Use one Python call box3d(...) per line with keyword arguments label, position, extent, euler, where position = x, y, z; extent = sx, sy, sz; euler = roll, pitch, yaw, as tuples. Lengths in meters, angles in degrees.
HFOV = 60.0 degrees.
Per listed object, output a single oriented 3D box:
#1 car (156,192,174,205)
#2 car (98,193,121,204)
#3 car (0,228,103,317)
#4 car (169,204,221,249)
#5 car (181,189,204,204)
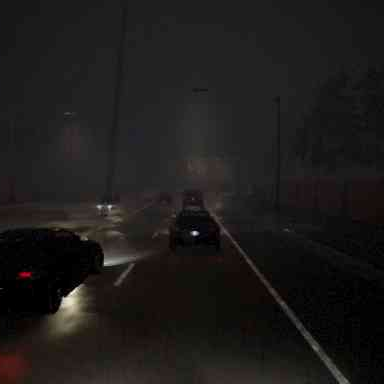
box3d(label="car", position=(-3.401, 0.770, 42.169), extent=(1.837, 1.490, 4.892), euler=(0, 2, 0))
box3d(label="car", position=(-10.501, 0.830, 42.868), extent=(2.033, 1.411, 5.357), euler=(0, 2, 0))
box3d(label="car", position=(-3.399, 1.482, 7.408), extent=(1.994, 1.385, 4.181), euler=(0, 1, 0))
box3d(label="car", position=(0.100, 1.414, 13.806), extent=(1.994, 1.385, 4.181), euler=(0, 1, 0))
box3d(label="car", position=(0.100, 0.707, 34.291), extent=(2.150, 2.045, 5.566), euler=(0, 1, 0))
